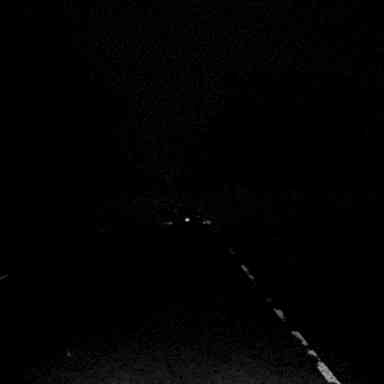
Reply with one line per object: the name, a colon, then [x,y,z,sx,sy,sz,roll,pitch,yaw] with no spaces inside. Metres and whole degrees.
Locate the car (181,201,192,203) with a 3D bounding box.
car: [-0.686,1.801,41.994,1.994,1.385,4.181,-1,0,-1]

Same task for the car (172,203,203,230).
car: [-0.322,1.701,22.638,1.994,1.385,4.181,-1,0,-1]
